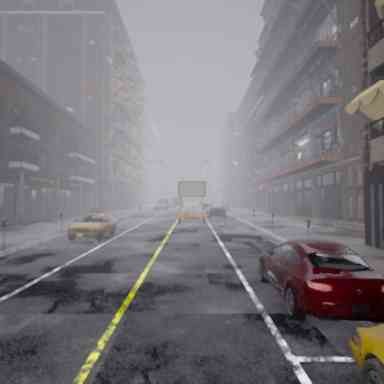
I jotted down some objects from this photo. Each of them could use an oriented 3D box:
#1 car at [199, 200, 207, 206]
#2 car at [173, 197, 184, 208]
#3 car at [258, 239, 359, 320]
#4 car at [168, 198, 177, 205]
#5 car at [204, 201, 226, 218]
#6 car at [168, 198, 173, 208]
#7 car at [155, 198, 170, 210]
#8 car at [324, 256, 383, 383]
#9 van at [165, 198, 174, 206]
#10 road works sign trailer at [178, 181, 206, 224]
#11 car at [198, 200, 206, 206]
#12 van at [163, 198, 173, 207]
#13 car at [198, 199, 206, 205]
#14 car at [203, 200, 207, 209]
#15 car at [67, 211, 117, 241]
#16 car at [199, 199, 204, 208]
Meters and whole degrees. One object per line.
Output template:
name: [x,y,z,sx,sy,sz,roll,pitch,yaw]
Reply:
car: [2.593,2.617,79.059,1.887,1.381,4.507,1,-1,0]
car: [-2.763,2.075,64.631,2.150,2.045,5.566,0,-1,1]
car: [2.585,1.668,7.170,1.802,1.307,4.206,1,-1,0]
car: [-5.281,2.565,90.184,2.192,1.841,5.009,1,-1,0]
car: [2.588,1.978,34.818,1.887,1.381,4.507,1,-1,0]
car: [-5.283,2.138,62.536,2.192,1.841,5.009,2,-1,0]
car: [-5.289,2.266,56.832,1.752,1.417,4.829,2,-1,0]
car: [2.586,1.548,1.811,1.752,1.417,4.829,2,-1,0]
van: [-5.283,2.415,79.125,1.690,1.788,3.998,1,-1,0]
road works sign trailer: [-0.006,0.814,28.512,2.380,3.560,2.880,0,-1,0]
car: [2.593,2.705,84.588,1.887,1.381,4.507,1,-1,0]
van: [-5.283,2.328,73.593,1.690,1.788,3.998,2,-1,0]
car: [2.603,2.689,90.121,1.967,1.590,4.097,1,-1,0]
car: [2.589,2.035,40.519,1.752,1.417,4.829,1,-1,0]
car: [-5.292,1.743,18.128,1.752,1.417,4.829,2,-1,0]
car: [2.590,2.287,56.938,1.887,1.381,4.507,1,-1,0]
